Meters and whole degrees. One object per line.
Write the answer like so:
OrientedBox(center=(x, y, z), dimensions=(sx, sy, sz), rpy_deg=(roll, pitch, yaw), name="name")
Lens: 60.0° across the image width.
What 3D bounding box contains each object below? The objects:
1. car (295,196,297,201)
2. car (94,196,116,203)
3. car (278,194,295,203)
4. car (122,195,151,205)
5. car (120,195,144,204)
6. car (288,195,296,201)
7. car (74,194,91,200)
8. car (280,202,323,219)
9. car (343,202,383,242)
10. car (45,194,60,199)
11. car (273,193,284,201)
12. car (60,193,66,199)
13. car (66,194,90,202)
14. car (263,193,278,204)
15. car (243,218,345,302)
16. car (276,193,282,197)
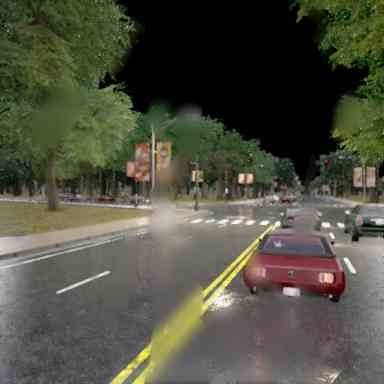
OrientedBox(center=(21.177, 1.512, 72.042), dimensions=(2.033, 1.411, 5.357), rpy_deg=(0, 0, 19), name="car")
OrientedBox(center=(-16.116, 1.399, 61.895), dimensions=(4.718, 1.301, 1.895), rpy_deg=(0, 0, 43), name="car")
OrientedBox(center=(17.820, 1.576, 62.475), dimensions=(1.895, 1.301, 4.718), rpy_deg=(0, 0, 20), name="car")
OrientedBox(center=(-8.900, 1.339, 55.341), dimensions=(4.902, 1.511, 2.128), rpy_deg=(0, 0, 43), name="car")
OrientedBox(center=(-11.225, 1.339, 62.047), dimensions=(4.674, 1.442, 1.812), rpy_deg=(0, 0, 42), name="car")
OrientedBox(center=(24.554, 1.493, 81.733), dimensions=(1.812, 1.442, 4.674), rpy_deg=(0, 0, 19), name="car")
OrientedBox(center=(-26.411, 1.252, 80.070), dimensions=(4.181, 1.385, 1.994), rpy_deg=(0, 0, 42), name="car")
OrientedBox(center=(5.615, 1.496, 17.213), dimensions=(1.837, 1.490, 4.892), rpy_deg=(0, 0, 19), name="car")
OrientedBox(center=(8.716, 1.343, 16.230), dimensions=(2.097, 1.767, 4.553), rpy_deg=(0, 0, 19), name="car")
OrientedBox(center=(-36.313, 1.225, 84.659), dimensions=(4.181, 1.385, 1.994), rpy_deg=(0, 0, 42), name="car")
OrientedBox(center=(21.551, 1.195, 82.991), dimensions=(2.150, 2.045, 5.566), rpy_deg=(0, 0, 19), name="car")
OrientedBox(center=(-33.821, 1.044, 86.787), dimensions=(5.357, 1.411, 2.033), rpy_deg=(0, 0, 42), name="car")
OrientedBox(center=(-23.605, 1.275, 68.752), dimensions=(4.674, 1.442, 1.812), rpy_deg=(0, 0, 42), name="car")
OrientedBox(center=(14.737, 1.501, 63.500), dimensions=(1.812, 1.442, 4.674), rpy_deg=(0, 0, 20), name="car")
OrientedBox(center=(2.599, 1.596, 8.392), dimensions=(1.895, 1.301, 4.718), rpy_deg=(0, 0, 19), name="car")
OrientedBox(center=(18.138, 1.496, 73.195), dimensions=(1.812, 1.442, 4.674), rpy_deg=(0, 0, 19), name="car")
